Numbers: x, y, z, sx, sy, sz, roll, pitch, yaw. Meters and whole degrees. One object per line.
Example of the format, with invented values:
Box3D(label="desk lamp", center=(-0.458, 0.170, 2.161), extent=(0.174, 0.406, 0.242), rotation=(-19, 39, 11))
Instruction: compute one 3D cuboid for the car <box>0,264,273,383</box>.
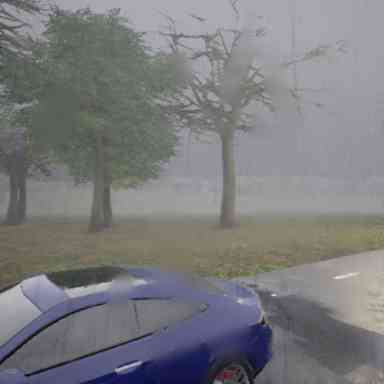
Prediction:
Box3D(label="car", center=(-1.213, 1.526, 3.125), extent=(4.674, 1.442, 1.812), rotation=(0, 0, -36))
